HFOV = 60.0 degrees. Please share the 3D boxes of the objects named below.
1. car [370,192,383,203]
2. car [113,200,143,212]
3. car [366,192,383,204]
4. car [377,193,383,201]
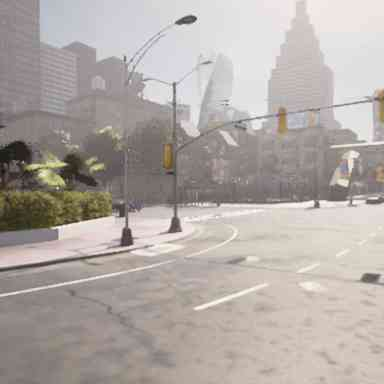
[{"bbox_3d":[31.527,0.865,55.962,2.185,1.767,4.553,-1,0,36],"label":"car"},{"bbox_3d":[-7.873,1.583,38.776,4.718,1.301,1.895,-1,0,36],"label":"car"},{"bbox_3d":[27.839,1.045,50.700,2.097,1.535,5.008,-1,0,36],"label":"car"},{"bbox_3d":[37.932,0.900,64.627,4.892,1.521,2.231,-1,0,-44],"label":"car"}]
